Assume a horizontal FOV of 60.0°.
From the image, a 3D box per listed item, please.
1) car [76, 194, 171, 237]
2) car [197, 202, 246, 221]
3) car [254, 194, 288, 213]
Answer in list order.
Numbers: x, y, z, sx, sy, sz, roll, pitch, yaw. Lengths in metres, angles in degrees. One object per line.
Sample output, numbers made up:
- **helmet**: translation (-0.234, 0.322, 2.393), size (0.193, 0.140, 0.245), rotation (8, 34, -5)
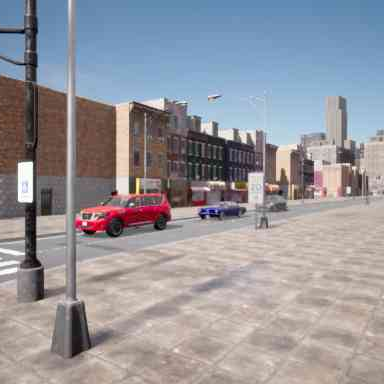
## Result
- **car**: translation (-3.415, 1.118, 17.795), size (2.150, 2.045, 5.566), rotation (0, 0, 35)
- **car**: translation (2.406, 1.435, 25.978), size (1.895, 1.301, 4.718), rotation (0, 0, 35)
- **car**: translation (8.075, 1.140, 33.911), size (2.097, 1.767, 4.553), rotation (0, 0, 36)
